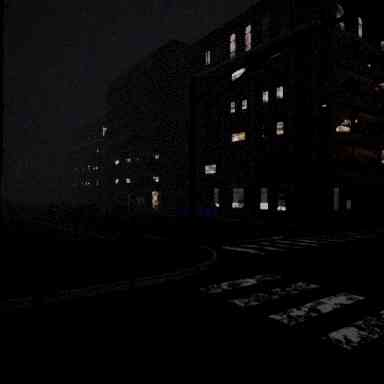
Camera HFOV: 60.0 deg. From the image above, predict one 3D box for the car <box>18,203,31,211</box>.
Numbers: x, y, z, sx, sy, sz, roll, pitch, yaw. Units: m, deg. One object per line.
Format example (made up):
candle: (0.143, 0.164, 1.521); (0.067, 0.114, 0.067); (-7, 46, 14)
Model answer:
car: (-29.267, 2.551, 58.129); (1.752, 1.417, 4.829); (-1, 0, -36)

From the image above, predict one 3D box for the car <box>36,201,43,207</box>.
car: (-39.131, 3.097, 86.006); (1.947, 1.339, 4.313); (-1, 0, -36)

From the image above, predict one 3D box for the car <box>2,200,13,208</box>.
car: (-42.577, 2.719, 76.568); (2.192, 1.841, 5.009); (-1, 0, -36)

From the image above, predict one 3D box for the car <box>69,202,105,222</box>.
car: (-9.558, 1.908, 30.816); (1.967, 1.590, 4.097); (-1, 0, -36)

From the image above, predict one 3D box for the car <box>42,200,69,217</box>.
car: (-16.161, 2.094, 39.966); (1.967, 1.590, 4.097); (-1, 0, -36)

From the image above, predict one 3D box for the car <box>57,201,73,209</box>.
car: (-25.927, 2.595, 67.707); (1.967, 1.590, 4.097); (-1, 0, -36)

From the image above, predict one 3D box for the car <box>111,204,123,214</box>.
car: (-9.417, 2.253, 44.831); (1.947, 1.339, 4.313); (-1, 0, -36)

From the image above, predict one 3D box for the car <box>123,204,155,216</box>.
car: (-6.215, 2.122, 40.394); (1.752, 1.417, 4.829); (-1, 0, -36)

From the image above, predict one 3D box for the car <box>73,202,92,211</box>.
car: (-19.422, 2.496, 58.694); (1.752, 1.417, 4.829); (-1, 0, -36)

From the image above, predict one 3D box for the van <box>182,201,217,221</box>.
van: (0.622, 1.750, 31.206); (1.690, 1.788, 3.998); (-1, 0, -36)

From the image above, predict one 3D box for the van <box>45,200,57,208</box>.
van: (-32.534, 2.684, 76.858); (1.690, 1.788, 3.998); (-1, 0, -36)
